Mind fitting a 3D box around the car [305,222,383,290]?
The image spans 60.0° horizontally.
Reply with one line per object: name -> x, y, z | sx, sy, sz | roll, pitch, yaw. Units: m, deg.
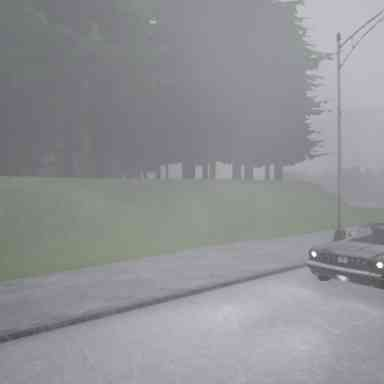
car -> 4.944, 1.476, 8.339 | 4.718, 1.301, 1.895 | -1, 1, -37
